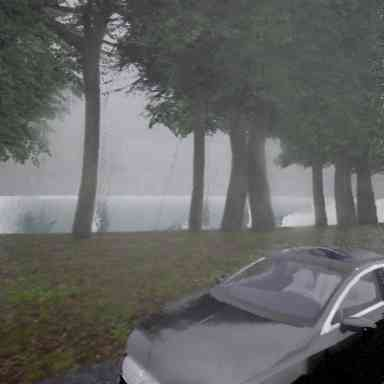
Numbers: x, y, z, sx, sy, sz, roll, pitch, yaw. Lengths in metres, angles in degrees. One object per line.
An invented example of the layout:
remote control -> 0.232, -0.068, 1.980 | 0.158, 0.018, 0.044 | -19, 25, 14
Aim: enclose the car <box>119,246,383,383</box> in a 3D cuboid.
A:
car -> 1.529, 1.512, 4.148 | 4.902, 1.511, 2.128 | 0, 0, -35
